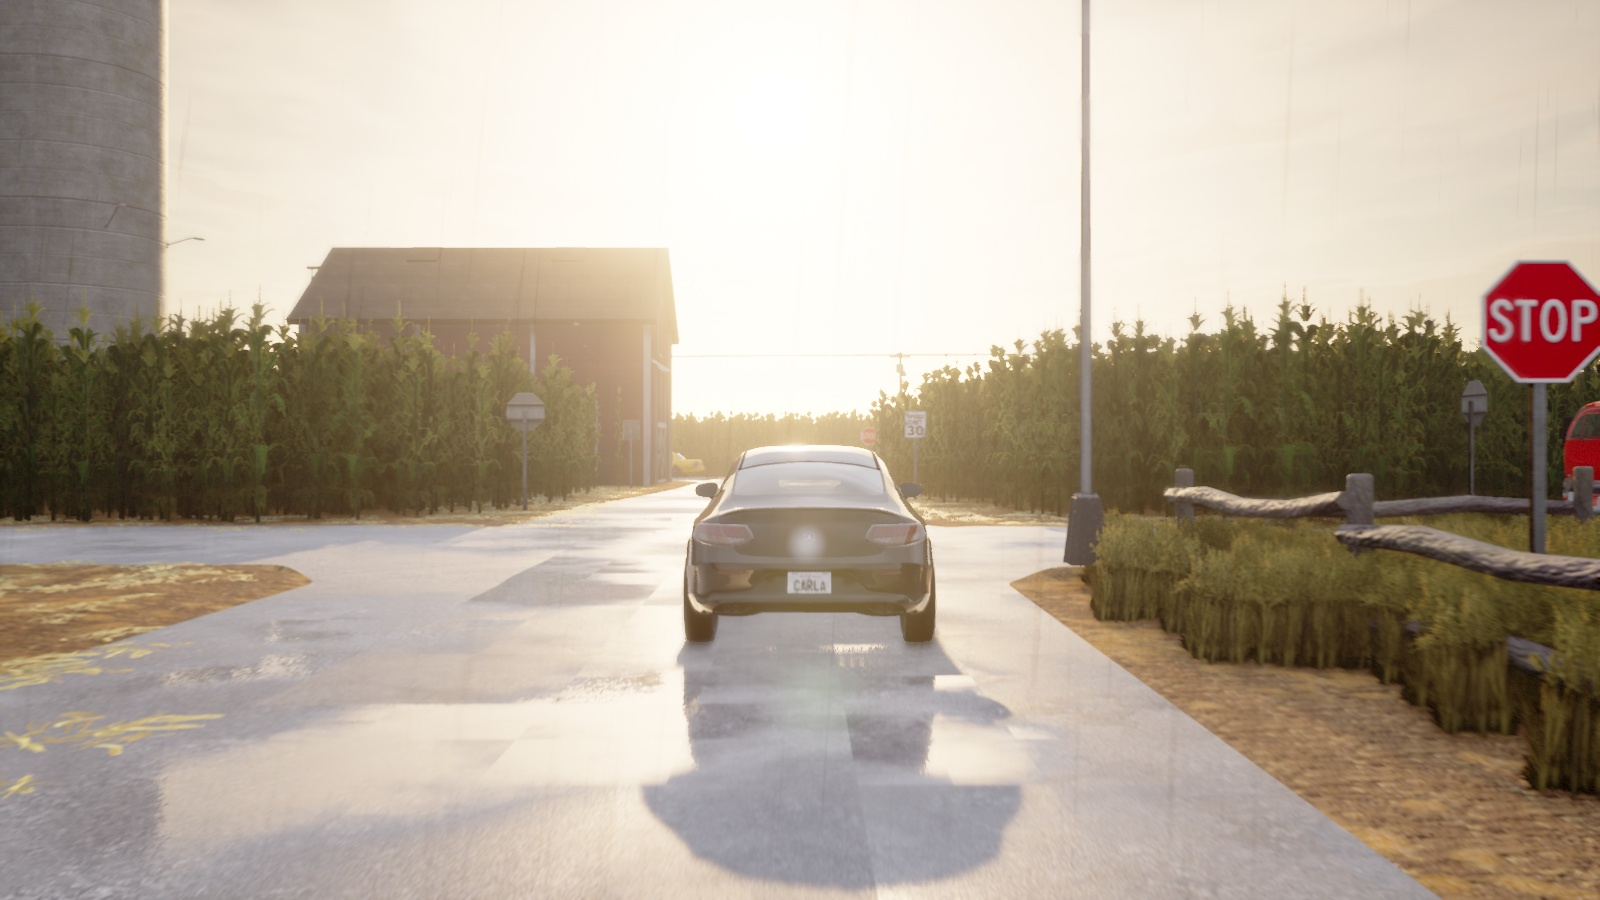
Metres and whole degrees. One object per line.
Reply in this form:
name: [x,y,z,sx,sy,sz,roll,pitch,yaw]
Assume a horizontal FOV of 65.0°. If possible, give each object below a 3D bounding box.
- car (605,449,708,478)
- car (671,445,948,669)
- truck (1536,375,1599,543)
car: [-7.873,0.735,69.204,5.366,1.575,1.801,0,0,9]
car: [0.074,0.688,10.558,1.812,1.442,4.674,0,1,0]
truck: [14.378,0.159,18.750,5.204,2.467,2.627,1,0,0]
